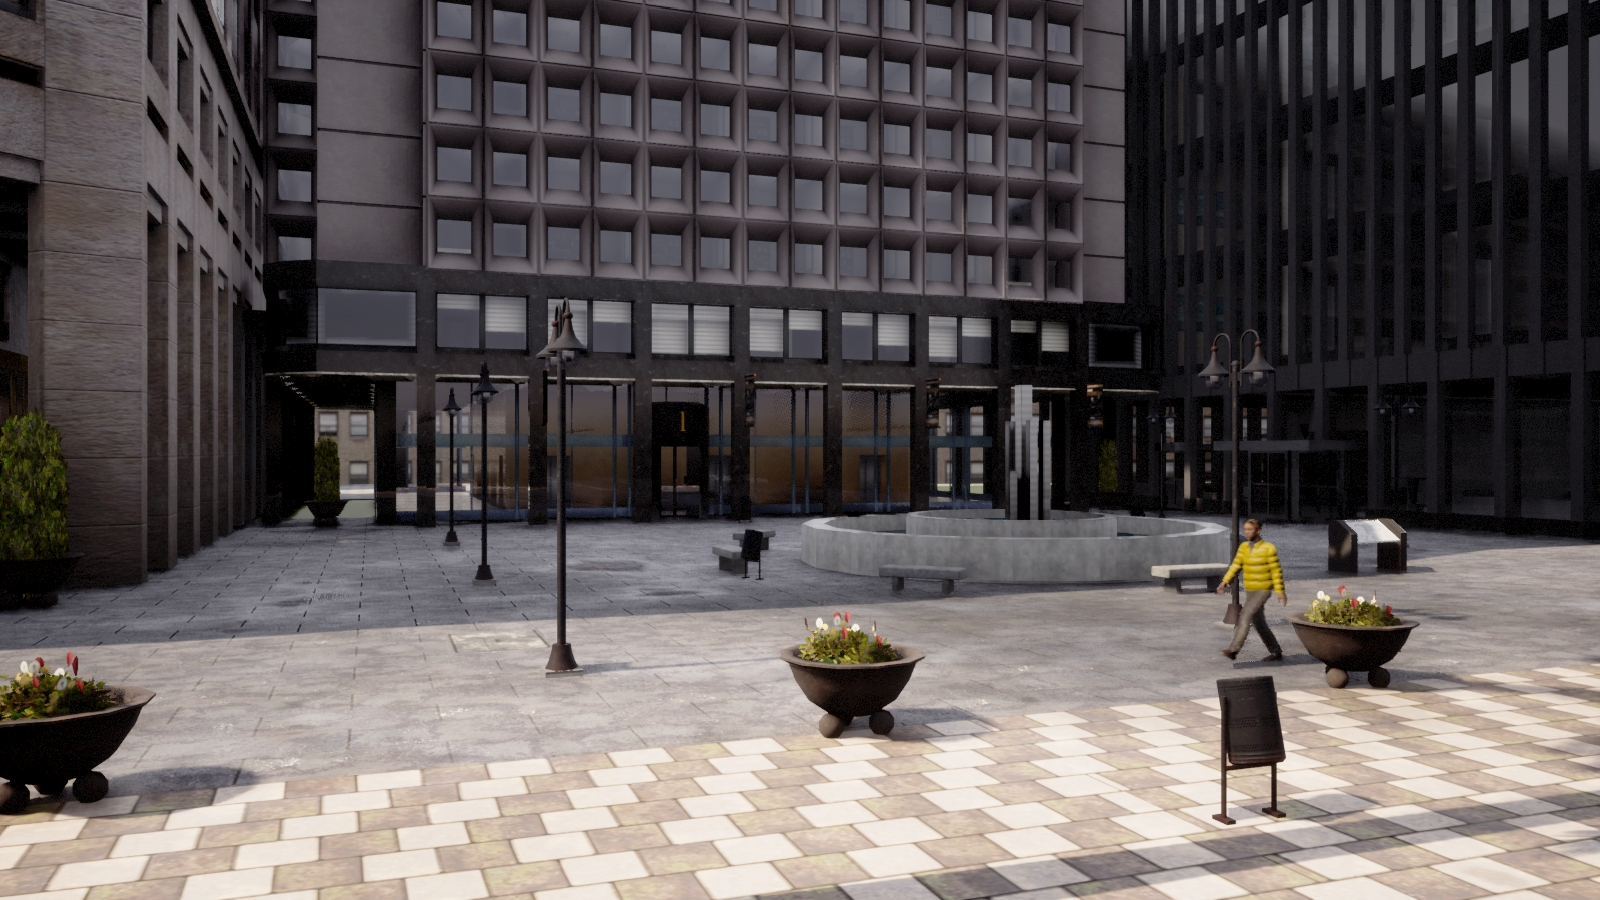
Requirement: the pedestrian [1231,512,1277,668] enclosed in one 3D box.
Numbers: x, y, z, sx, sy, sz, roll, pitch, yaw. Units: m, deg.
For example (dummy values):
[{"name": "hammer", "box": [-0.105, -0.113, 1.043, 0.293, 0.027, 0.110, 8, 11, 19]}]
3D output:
[{"name": "pedestrian", "box": [5.566, 1.702, 14.017, 0.375, 1.860, 0.375, 0, 0, -20]}]
